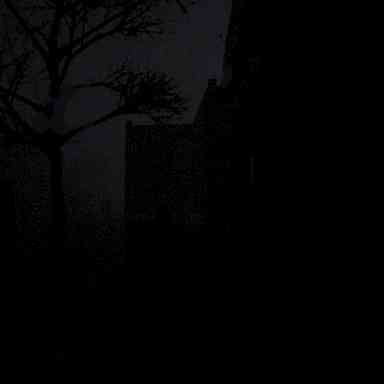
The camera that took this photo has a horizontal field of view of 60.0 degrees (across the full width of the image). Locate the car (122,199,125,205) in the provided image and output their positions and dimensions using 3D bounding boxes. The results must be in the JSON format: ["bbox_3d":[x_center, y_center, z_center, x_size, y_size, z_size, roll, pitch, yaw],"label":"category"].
[{"bbox_3d":[-11.821,1.643,67.003,2.150,2.045,5.566,1,0,19],"label":"car"}]

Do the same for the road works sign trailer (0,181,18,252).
[{"bbox_3d":[-7.742,0.937,10.855,3.560,2.380,2.880,-4,2,-9],"label":"road works sign trailer"}]
